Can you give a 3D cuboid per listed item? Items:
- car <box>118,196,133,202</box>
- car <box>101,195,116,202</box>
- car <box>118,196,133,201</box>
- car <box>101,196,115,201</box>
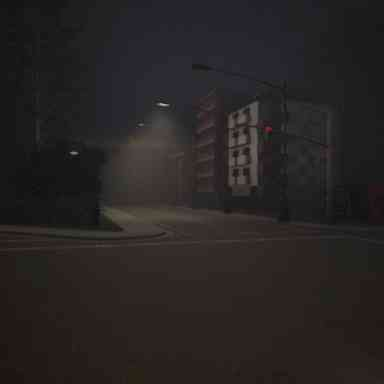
[{"bbox_3d":[-16.445,1.749,82.429,2.038,1.542,4.974,0,0,-39],"label":"car"},{"bbox_3d":[-20.476,1.732,81.356,2.038,1.542,4.974,0,0,6],"label":"car"},{"bbox_3d":[-16.478,1.592,82.470,1.853,1.218,4.536,0,0,-39],"label":"car"},{"bbox_3d":[-20.471,1.575,81.409,1.853,1.218,4.536,0,0,6],"label":"car"}]
